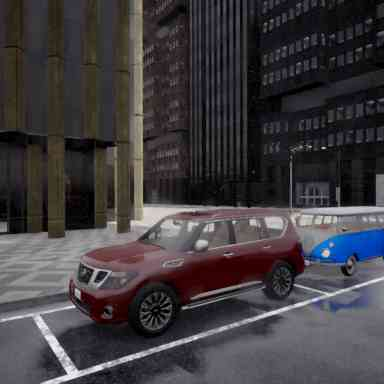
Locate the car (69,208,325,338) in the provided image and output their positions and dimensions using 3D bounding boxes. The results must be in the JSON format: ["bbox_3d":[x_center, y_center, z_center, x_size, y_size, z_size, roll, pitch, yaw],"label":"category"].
[{"bbox_3d":[0.208,1.315,6.809,5.009,1.841,2.192,0,0,-36],"label":"car"}]

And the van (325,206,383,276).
[{"bbox_3d":[4.704,1.341,10.020,3.998,1.788,1.690,0,0,-36],"label":"van"}]
